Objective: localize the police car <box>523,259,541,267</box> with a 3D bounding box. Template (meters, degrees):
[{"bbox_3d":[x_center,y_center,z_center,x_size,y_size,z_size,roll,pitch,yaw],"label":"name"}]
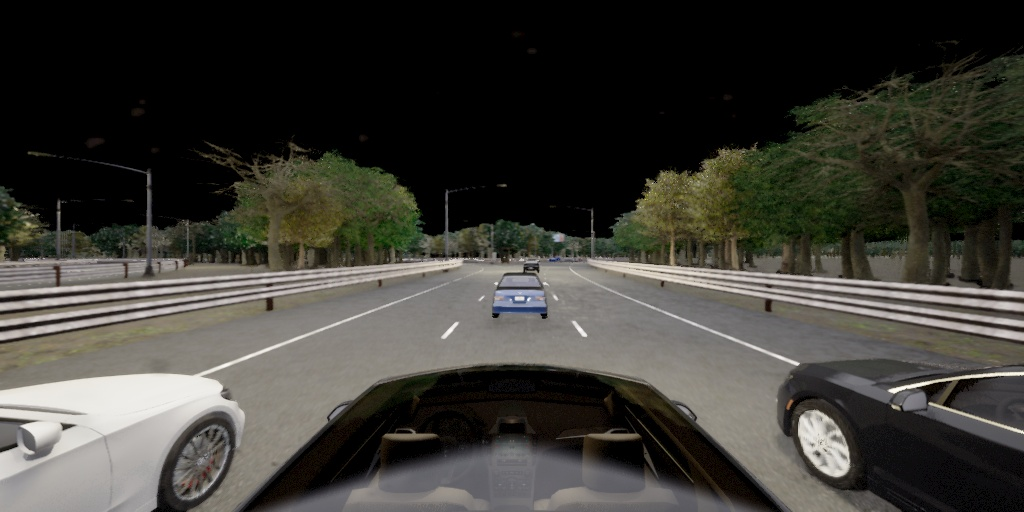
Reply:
[{"bbox_3d":[2.462,1.177,44.064,1.930,1.638,5.238,0,0,6],"label":"police car"}]

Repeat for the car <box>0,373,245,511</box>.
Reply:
[{"bbox_3d":[-3.370,1.272,1.332,1.812,1.442,4.674,0,0,0],"label":"car"}]

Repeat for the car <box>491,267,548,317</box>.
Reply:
[{"bbox_3d":[0.302,1.299,13.067,2.033,1.411,5.357,0,0,2],"label":"car"}]

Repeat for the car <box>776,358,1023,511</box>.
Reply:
[{"bbox_3d":[3.632,1.258,1.685,1.837,1.490,4.892,0,0,0],"label":"car"}]
